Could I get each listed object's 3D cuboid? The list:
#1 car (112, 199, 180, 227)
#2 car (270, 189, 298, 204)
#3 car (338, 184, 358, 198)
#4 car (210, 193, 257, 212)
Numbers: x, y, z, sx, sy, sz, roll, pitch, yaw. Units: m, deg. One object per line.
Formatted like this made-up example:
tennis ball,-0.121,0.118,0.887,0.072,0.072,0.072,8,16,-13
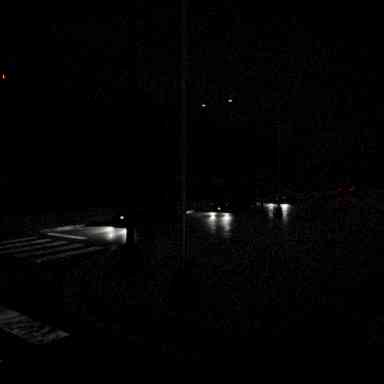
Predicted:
car,-2.546,1.117,19.113,1.994,1.385,4.181,0,2,35
car,10.413,0.492,37.378,1.837,1.490,4.892,0,2,36
car,24.361,-0.220,51.971,2.150,2.045,5.566,0,2,35
car,3.619,0.824,27.813,2.033,1.411,5.357,0,2,35
